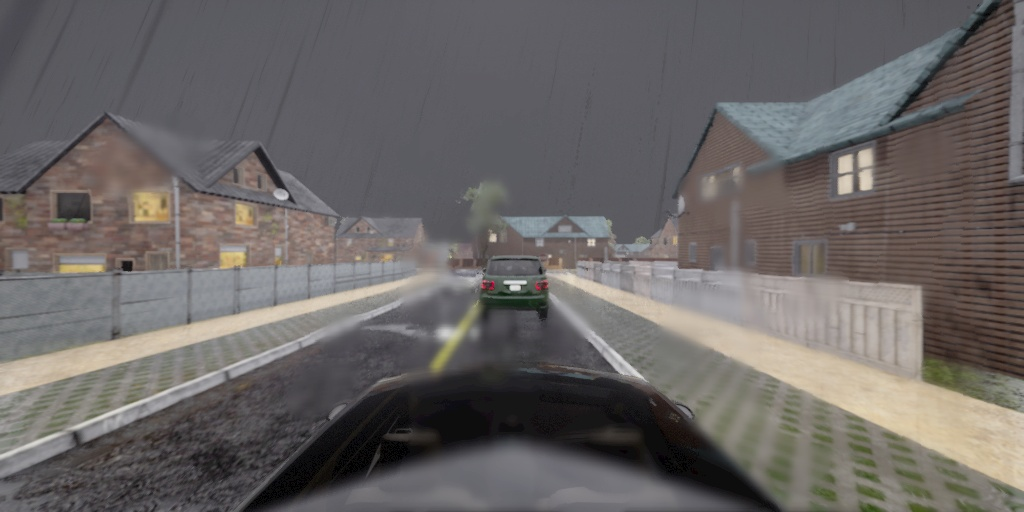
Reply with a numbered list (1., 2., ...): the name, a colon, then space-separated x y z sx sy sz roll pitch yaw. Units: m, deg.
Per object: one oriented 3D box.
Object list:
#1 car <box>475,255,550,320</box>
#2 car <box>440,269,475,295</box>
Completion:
1. car: 0.098 0.998 12.902 2.150 2.045 5.566 0 0 0
2. car: -2.749 1.399 20.294 1.895 1.301 4.718 0 0 0
